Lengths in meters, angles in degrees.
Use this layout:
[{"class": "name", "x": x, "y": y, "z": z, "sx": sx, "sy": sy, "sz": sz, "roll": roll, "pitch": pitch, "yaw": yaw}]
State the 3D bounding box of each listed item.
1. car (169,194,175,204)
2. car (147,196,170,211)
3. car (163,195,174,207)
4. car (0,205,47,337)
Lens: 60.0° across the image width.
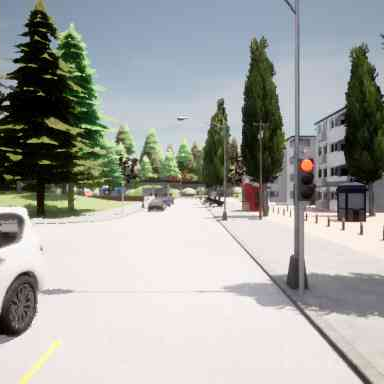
[{"class": "car", "x": -4.146, "y": 1.505, "z": 60.053, "sx": 1.837, "sy": 1.490, "sz": 4.892, "roll": 0, "pitch": 0, "yaw": 0}, {"class": "car", "x": -4.171, "y": 1.547, "z": 40.123, "sx": 2.033, "sy": 1.411, "sz": 5.357, "roll": 0, "pitch": 0, "yaw": 0}, {"class": "car", "x": -4.174, "y": 1.564, "z": 50.061, "sx": 1.994, "sy": 1.385, "sz": 4.181, "roll": 0, "pitch": 0, "yaw": 0}, {"class": "car", "x": -3.819, "y": 1.222, "z": 3.788, "sx": 2.150, "sy": 2.045, "sz": 5.566, "roll": 0, "pitch": 0, "yaw": 4}]
